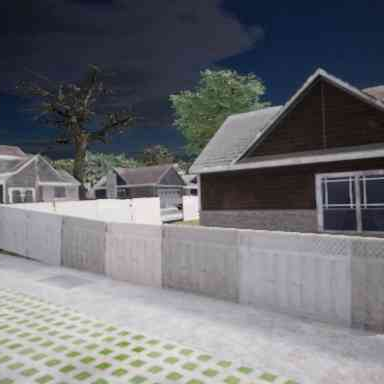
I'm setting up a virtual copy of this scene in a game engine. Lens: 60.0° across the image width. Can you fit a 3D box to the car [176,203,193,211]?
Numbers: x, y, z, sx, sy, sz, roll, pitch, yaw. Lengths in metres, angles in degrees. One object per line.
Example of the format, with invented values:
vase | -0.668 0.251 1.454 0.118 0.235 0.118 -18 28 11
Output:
car | 0.268 1.412 37.435 1.895 1.301 4.718 -3 -1 36
